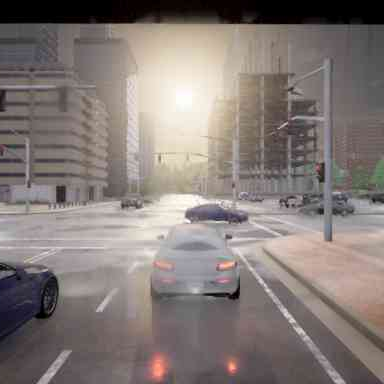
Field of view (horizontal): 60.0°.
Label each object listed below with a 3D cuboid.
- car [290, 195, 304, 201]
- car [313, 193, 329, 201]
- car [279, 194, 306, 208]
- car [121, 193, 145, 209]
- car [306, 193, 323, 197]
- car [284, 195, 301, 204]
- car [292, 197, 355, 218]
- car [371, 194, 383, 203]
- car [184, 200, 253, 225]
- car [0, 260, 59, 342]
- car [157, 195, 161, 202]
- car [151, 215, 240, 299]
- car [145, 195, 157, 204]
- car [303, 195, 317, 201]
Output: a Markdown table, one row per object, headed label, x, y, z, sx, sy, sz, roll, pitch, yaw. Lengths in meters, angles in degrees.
| label | x | y | z | sx | sy | sz | roll | pitch | yaw |
| --- | --- | --- | --- | --- | --- | --- | --- | --- | --- |
| car | 24.289 | 1.395 | 76.914 | 1.970 | 1.475 | 3.806 | 0 | 0 | 0 |
| car | 29.867 | 1.153 | 76.989 | 1.932 | 1.855 | 4.605 | 0 | 0 | 0 |
| car | 13.071 | 1.153 | 44.347 | 1.932 | 1.855 | 4.605 | 0 | 0 | 0 |
| car | -8.081 | 1.220 | 44.806 | 2.150 | 2.045 | 5.566 | 0 | 0 | 0 |
| car | 15.966 | 1.156 | 44.306 | 1.905 | 1.878 | 3.866 | 0 | 0 | 0 |
| car | 18.591 | 1.395 | 61.785 | 1.970 | 1.475 | 3.806 | 0 | 0 | 0 |
| car | 12.102 | 1.491 | 30.112 | 4.902 | 1.511 | 2.128 | 0 | 0 | 0 |
| car | 35.487 | 1.153 | 61.954 | 1.932 | 1.855 | 4.605 | 0 | 0 | 0 |
| car | 1.701 | 1.526 | 23.888 | 4.674 | 1.442 | 1.812 | 0 | 1 | 20 |
| car | -3.441 | 1.526 | 4.429 | 1.812 | 1.442 | 4.674 | 0 | 0 | 0 |
| car | -8.240 | 1.464 | 76.369 | 1.882 | 1.535 | 5.008 | 0 | 0 | 0 |
| car | 0.072 | 1.526 | 8.303 | 1.812 | 1.442 | 4.674 | 0 | 0 | 0 |
| car | -8.185 | 1.351 | 61.808 | 2.097 | 1.767 | 4.553 | 0 | 0 | 0 |
| car | 27.184 | 1.364 | 76.926 | 1.784 | 1.438 | 3.905 | 0 | 0 | 0 |
